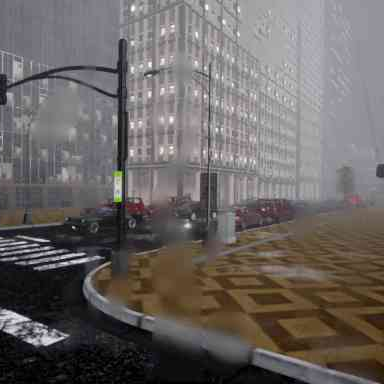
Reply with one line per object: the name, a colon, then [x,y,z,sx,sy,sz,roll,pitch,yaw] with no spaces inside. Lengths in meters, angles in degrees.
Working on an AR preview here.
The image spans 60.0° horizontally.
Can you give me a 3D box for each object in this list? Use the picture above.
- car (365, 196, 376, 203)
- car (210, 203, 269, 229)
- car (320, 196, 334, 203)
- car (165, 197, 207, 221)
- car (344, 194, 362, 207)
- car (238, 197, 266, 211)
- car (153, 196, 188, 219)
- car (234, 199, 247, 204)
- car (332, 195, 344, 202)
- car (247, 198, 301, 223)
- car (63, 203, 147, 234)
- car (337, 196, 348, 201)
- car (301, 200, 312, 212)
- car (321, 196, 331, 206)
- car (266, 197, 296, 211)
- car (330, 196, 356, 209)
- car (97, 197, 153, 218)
car: [39.505,1.598,73.503,1.967,1.590,4.097,1,1,35]
car: [3.256,1.668,22.015,1.802,1.307,4.206,1,0,35]
car: [29.867,1.617,73.524,1.802,1.307,4.206,1,1,35]
car: [0.310,1.485,27.447,1.882,1.535,5.008,1,1,35]
car: [25.422,1.366,52.858,2.150,2.045,5.566,1,1,35]
car: [7.692,1.430,42.270,1.967,1.590,4.097,1,0,35]
car: [-1.810,1.283,28.942,2.192,1.841,5.009,1,0,35]
car: [5.771,1.511,35.162,2.128,1.511,4.902,1,1,35]
car: [36.176,1.571,82.444,1.752,1.417,4.829,1,1,35]
car: [6.745,1.409,26.944,2.192,1.841,5.009,1,0,35]
car: [-5.132,1.595,19.724,1.895,1.301,4.718,1,1,35]
car: [39.461,1.623,87.091,1.947,1.339,4.313,1,1,35]
car: [13.276,1.638,40.678,1.994,1.385,4.181,1,1,35]
car: [23.101,1.659,54.576,1.994,1.385,4.181,1,1,35]
car: [11.719,1.525,43.502,2.128,1.511,4.902,1,1,36]
car: [21.395,1.656,47.096,1.812,1.442,4.674,1,1,35]
car: [-5.465,1.275,23.772,2.192,1.841,5.009,1,0,35]
